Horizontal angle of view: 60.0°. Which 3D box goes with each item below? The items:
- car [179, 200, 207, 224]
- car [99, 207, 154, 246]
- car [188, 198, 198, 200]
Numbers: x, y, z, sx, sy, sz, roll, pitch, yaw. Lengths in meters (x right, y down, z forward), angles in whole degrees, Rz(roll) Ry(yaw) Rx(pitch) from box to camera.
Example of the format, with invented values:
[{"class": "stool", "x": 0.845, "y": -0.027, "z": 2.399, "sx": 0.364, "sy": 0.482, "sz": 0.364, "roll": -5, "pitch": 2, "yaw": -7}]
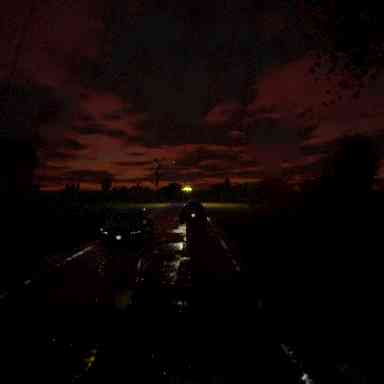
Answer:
[{"class": "car", "x": 0.090, "y": 1.580, "z": 25.000, "sx": 1.994, "sy": 1.385, "sz": 4.181, "roll": 0, "pitch": 0, "yaw": 0}, {"class": "car", "x": -2.856, "y": 1.515, "z": 15.342, "sx": 1.837, "sy": 1.490, "sz": 4.892, "roll": 0, "pitch": 0, "yaw": 0}, {"class": "car", "x": 0.083, "y": 1.543, "z": 42.572, "sx": 1.812, "sy": 1.442, "sz": 4.674, "roll": 0, "pitch": 0, "yaw": 0}]
